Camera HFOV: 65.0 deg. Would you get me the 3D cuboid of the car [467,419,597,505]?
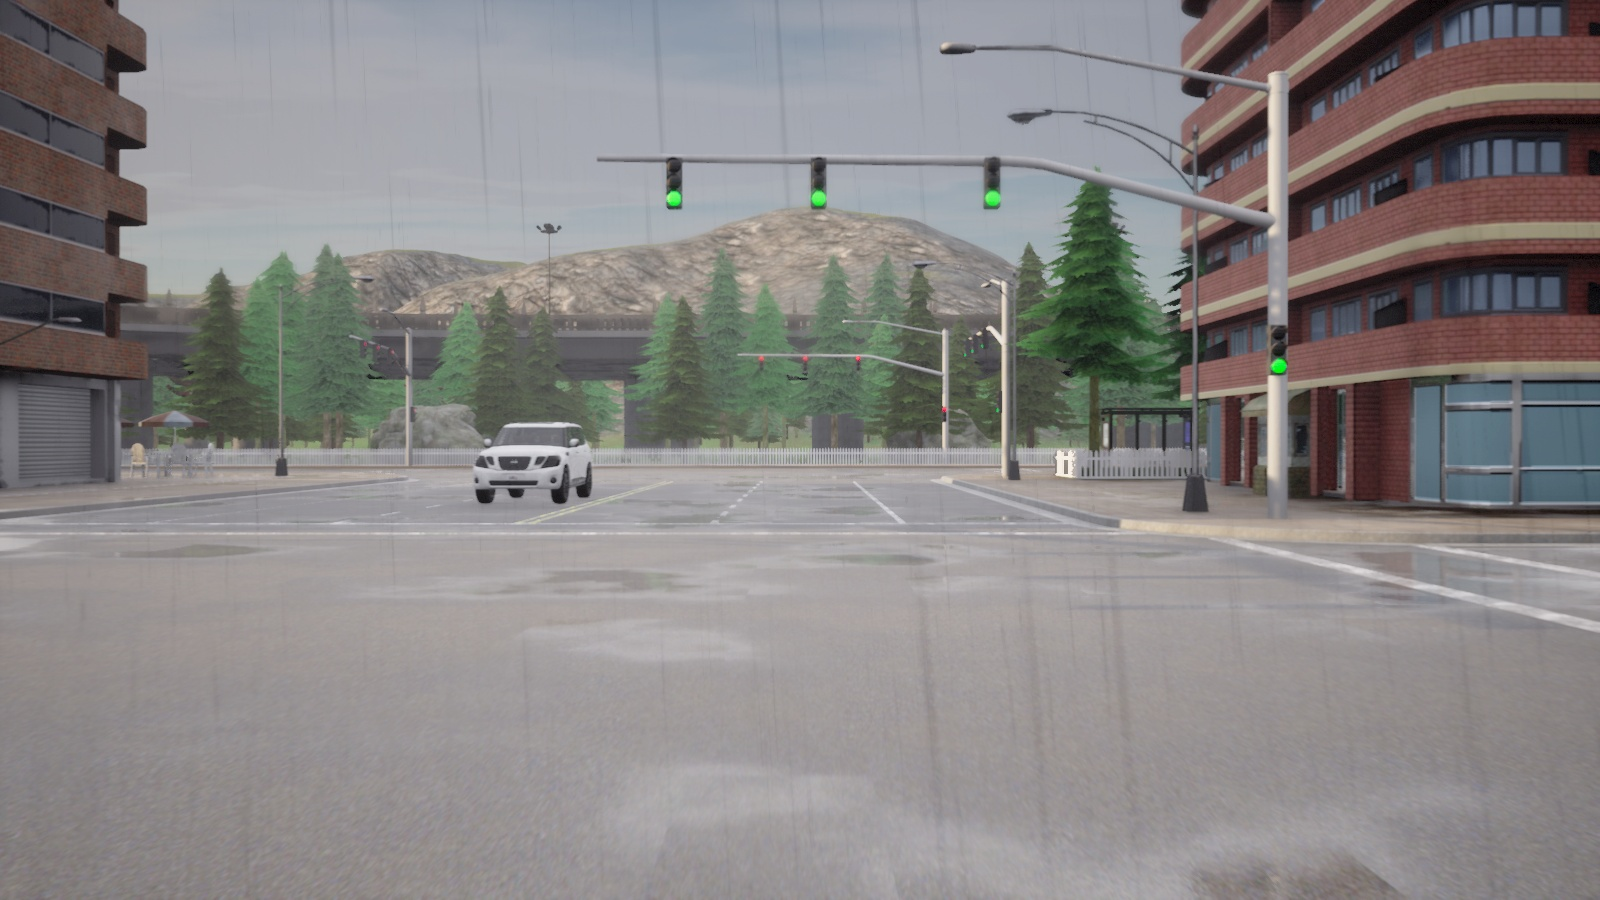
[{"bbox_3d":[-6.799,0.264,32.527,2.150,2.045,5.566,0,0,0],"label":"car"}]
